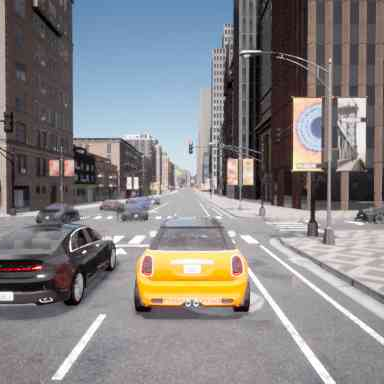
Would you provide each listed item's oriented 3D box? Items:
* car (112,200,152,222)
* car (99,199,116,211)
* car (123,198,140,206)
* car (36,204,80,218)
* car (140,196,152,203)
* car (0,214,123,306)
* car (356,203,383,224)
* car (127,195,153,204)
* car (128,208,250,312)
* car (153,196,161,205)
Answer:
[{"bbox_3d":[-4.819,1.571,26.258,1.994,1.385,4.181,0,0,-21],"label":"car"},{"bbox_3d":[-9.853,1.582,40.477,1.994,1.385,4.181,0,0,0],"label":"car"},{"bbox_3d":[-9.847,1.626,54.670,1.895,1.301,4.718,0,0,0],"label":"car"},{"bbox_3d":[-9.852,1.570,24.666,1.994,1.385,4.181,0,0,0],"label":"car"},{"bbox_3d":[-9.758,1.517,70.315,1.837,1.490,4.892,0,0,0],"label":"car"},{"bbox_3d":[-3.154,1.504,8.008,1.837,1.490,4.892,0,0,0],"label":"car"},{"bbox_3d":[13.983,1.470,23.535,4.181,1.385,1.994,0,1,0],"label":"car"},{"bbox_3d":[-6.604,1.497,42.513,1.882,1.535,5.008,0,0,0],"label":"car"},{"bbox_3d":[0.010,1.351,7.864,2.097,1.767,4.553,0,0,0],"label":"car"},{"bbox_3d":[-6.589,1.514,58.303,2.128,1.511,4.902,0,0,0],"label":"car"}]
